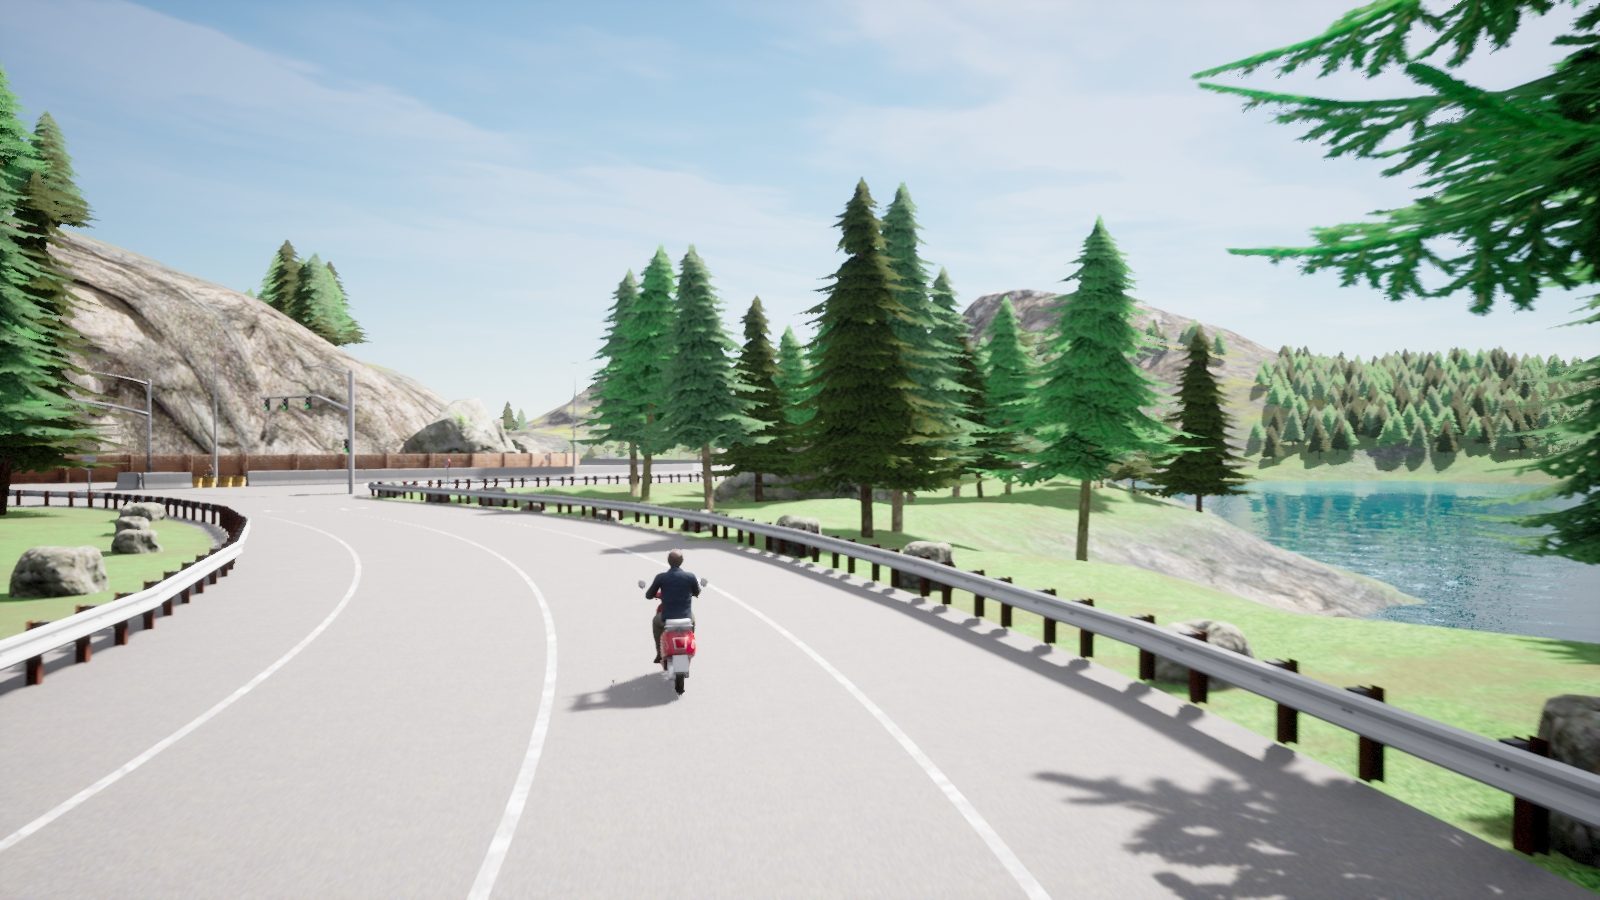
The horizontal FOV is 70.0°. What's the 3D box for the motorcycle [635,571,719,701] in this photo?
[{"bbox_3d":[-1.504,2.182,13.724,0.856,1.236,1.805,0,0,-11],"label":"motorcycle"}]
